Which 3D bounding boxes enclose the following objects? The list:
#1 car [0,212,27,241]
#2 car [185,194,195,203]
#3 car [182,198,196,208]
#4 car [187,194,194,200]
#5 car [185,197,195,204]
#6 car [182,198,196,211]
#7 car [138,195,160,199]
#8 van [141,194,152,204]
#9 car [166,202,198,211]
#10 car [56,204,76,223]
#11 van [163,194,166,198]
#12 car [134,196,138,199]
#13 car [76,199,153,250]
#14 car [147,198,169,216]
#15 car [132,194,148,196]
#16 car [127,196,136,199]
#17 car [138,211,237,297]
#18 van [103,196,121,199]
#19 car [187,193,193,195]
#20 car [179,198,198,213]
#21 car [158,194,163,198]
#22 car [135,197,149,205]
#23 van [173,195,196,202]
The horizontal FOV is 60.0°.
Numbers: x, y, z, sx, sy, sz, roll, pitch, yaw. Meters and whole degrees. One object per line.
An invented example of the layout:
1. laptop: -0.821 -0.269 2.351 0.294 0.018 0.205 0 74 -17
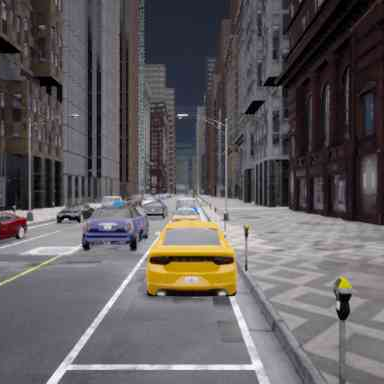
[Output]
1. car: -8.910 1.547 14.449 1.887 1.381 4.507 0 0 0
2. car: -0.386 1.346 70.826 2.192 1.841 5.009 0 0 0
3. car: -0.385 1.569 48.280 2.008 1.369 4.403 0 0 0
4. car: -0.386 1.484 93.370 1.967 1.590 4.097 0 0 0
5. car: -0.385 1.594 65.189 1.947 1.339 4.313 0 0 0
6. car: -0.385 1.541 42.814 1.752 1.417 4.829 0 0 0
7. car: -6.149 1.545 47.814 1.812 1.442 4.674 0 0 0
8. van: -8.911 1.369 65.180 1.690 1.788 3.998 0 0 0
9. car: -0.385 1.530 20.269 1.752 1.417 4.829 0 0 0
10. car: -8.910 1.573 25.722 1.947 1.339 4.313 0 0 0
11. van: -8.911 1.385 93.363 1.690 1.788 3.998 0 0 0
12. car: -8.910 1.585 48.269 1.947 1.339 4.313 0 0 0
13. car: -3.143 1.352 14.537 2.097 1.767 4.553 0 0 0
14. car: -3.145 1.556 29.458 2.033 1.411 5.357 0 0 0
15. car: -8.911 1.337 53.906 2.192 1.841 5.009 0 0 0
16. car: -8.910 1.582 42.633 1.947 1.339 4.313 0 0 0
17. car: -0.006 1.478 8.650 1.882 1.535 5.008 0 0 0
18. van: -8.911 1.354 36.996 1.690 1.788 3.998 0 0 0
19. car: -0.386 1.465 59.552 1.967 1.590 4.097 0 0 0
20. car: -0.386 1.453 37.008 1.967 1.590 4.097 0 0 0
21. car: -8.911 1.477 82.090 1.967 1.590 4.097 0 0 0
22. car: -8.910 1.569 59.543 1.887 1.381 4.507 0 0 0
23. van: -0.386 1.348 25.735 1.690 1.788 3.998 0 0 0
